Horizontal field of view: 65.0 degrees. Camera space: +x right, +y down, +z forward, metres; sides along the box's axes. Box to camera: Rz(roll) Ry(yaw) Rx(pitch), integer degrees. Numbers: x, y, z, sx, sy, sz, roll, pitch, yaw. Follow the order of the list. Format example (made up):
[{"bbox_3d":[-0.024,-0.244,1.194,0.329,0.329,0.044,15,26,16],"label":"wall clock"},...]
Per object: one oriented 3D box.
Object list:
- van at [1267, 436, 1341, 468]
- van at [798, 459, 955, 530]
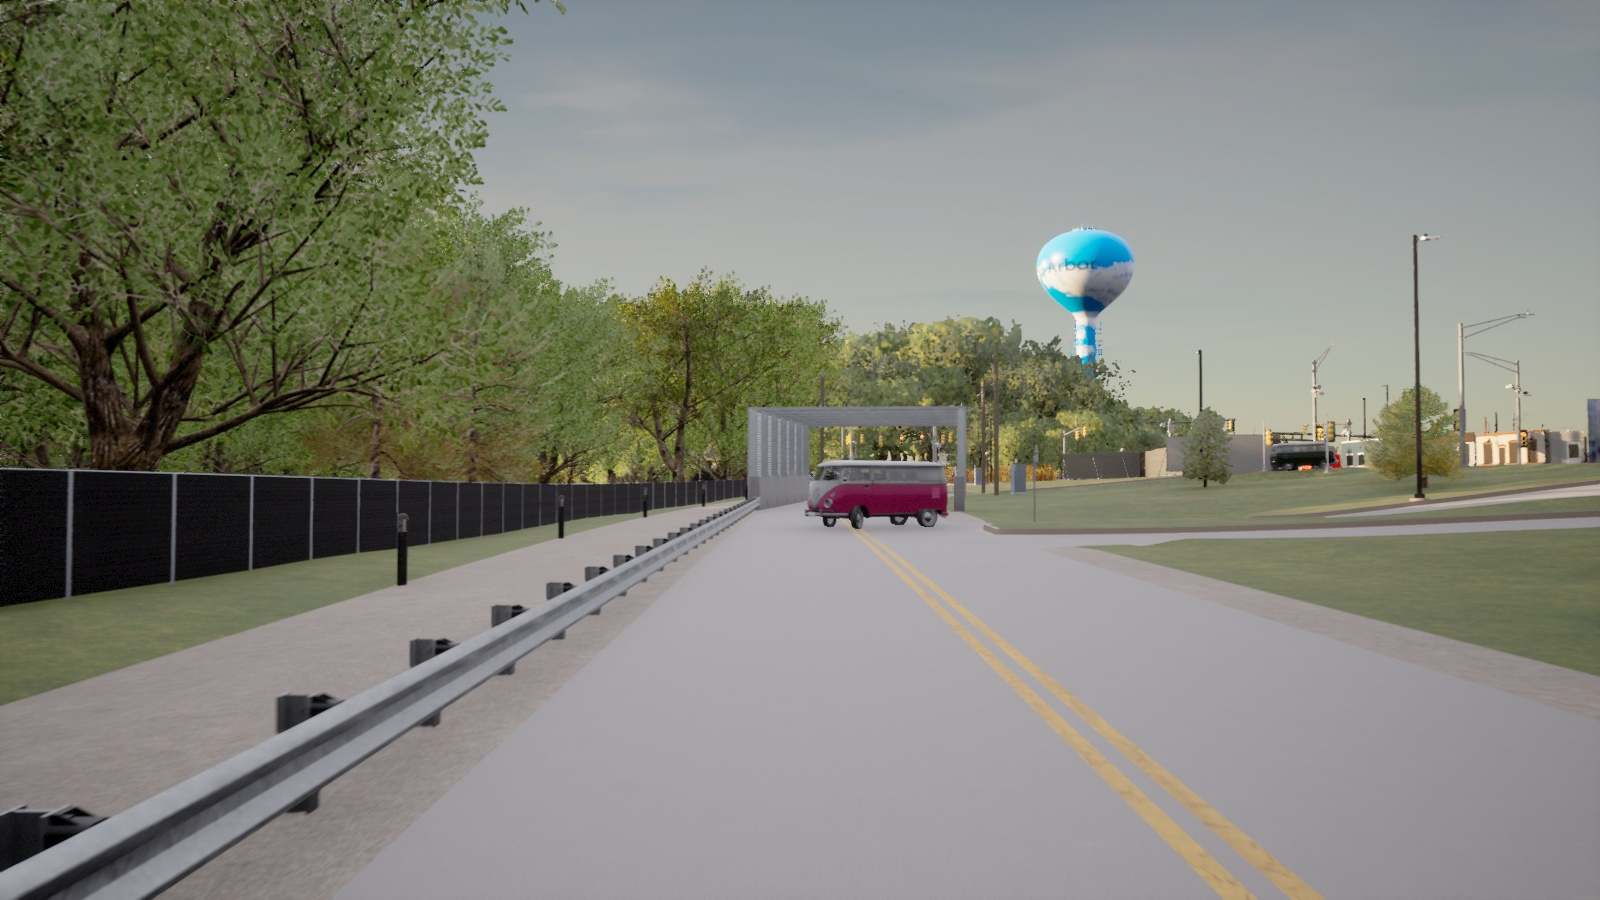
[{"bbox_3d":[35.714,0.181,89.089,4.442,1.987,1.775,-3,-3,1],"label":"van"},{"bbox_3d":[2.290,1.293,37.328,4.442,1.987,1.775,0,-2,-33],"label":"van"}]
